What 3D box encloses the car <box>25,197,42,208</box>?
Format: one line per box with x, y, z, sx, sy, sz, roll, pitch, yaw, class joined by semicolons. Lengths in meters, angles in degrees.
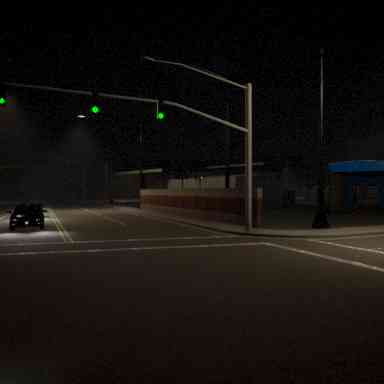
-23.133;1.468;48.760;2.128;1.511;4.902;0;0;-24;car

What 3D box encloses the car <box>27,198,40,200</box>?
-14.587;1.562;30.185;1.994;1.385;4.181;0;0;-25;car

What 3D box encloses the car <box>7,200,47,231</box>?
-10.410;1.513;21.128;1.837;1.490;4.892;0;0;-25;car
